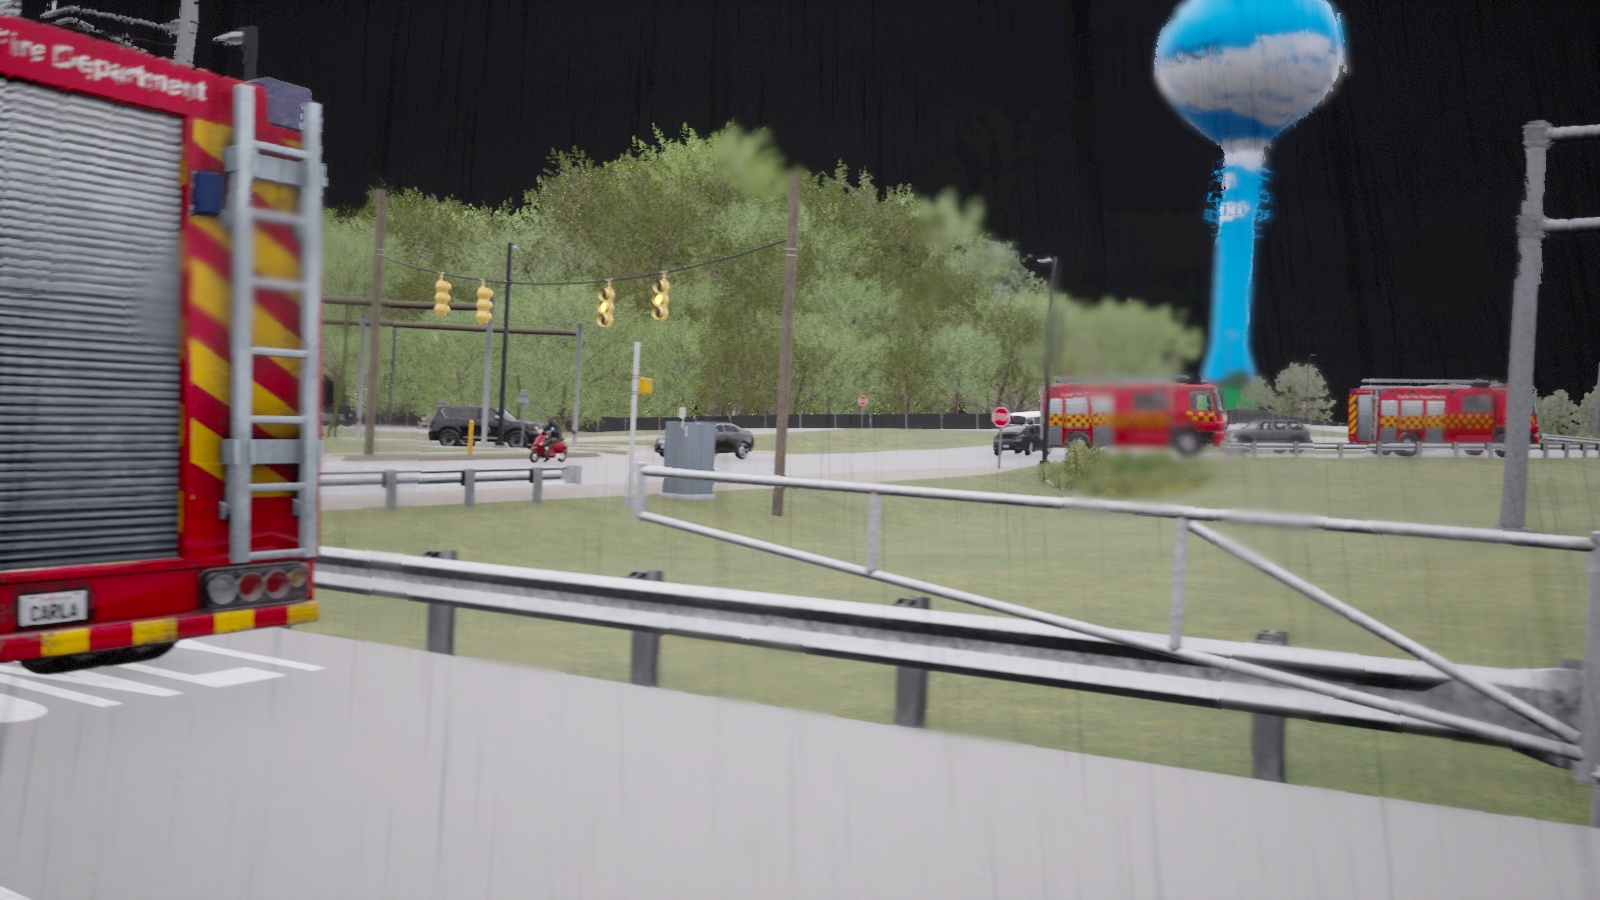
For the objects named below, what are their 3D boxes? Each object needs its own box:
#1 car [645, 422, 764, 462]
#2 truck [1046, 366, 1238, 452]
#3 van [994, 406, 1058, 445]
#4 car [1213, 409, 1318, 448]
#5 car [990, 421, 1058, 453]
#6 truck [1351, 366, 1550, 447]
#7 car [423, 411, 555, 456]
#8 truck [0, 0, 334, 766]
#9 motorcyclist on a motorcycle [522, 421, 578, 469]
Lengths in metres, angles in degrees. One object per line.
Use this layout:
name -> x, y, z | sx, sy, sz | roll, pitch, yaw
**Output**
car -> -3.782, -0.364, 50.563 | 2.128, 1.511, 4.902 | 2, 3, 36
truck -> 16.289, -1.895, 59.907 | 8.468, 3.827, 2.891 | -1, 1, 23
van -> 13.267, -1.455, 73.554 | 2.069, 2.038, 4.480 | 2, 5, 34
car -> 23.708, -1.081, 64.011 | 4.605, 1.855, 1.932 | -1, 1, -7
car -> 11.478, -0.691, 64.151 | 1.837, 1.490, 4.892 | -1, 1, 30
truck -> 32.009, -2.140, 61.958 | 8.468, 3.827, 2.891 | -1, 1, -6
car -> -14.432, -0.762, 58.374 | 5.566, 2.045, 2.150 | 0, 0, 8
truck -> -6.975, -0.513, 8.239 | 8.468, 3.827, 2.891 | 0, 1, 34
motorcyclist on a motorcycle -> -8.589, -0.193, 43.237 | 0.866, 1.590, 1.817 | 2, 2, 33
